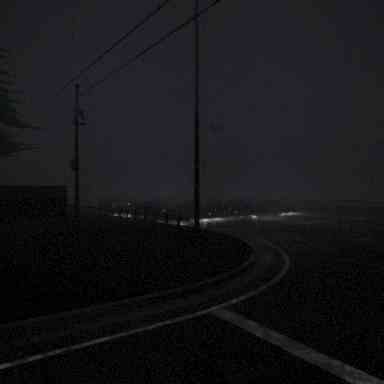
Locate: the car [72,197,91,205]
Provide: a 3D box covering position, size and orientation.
[{"bbox_3d":[-18.923,1.522,56.819,2.033,1.411,5.357,0,0,-35],"label":"car"}]

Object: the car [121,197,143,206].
[{"bbox_3d":[-10.357,1.567,56.872,1.895,1.301,4.718,0,0,-35],"label":"car"}]

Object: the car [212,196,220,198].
[{"bbox_3d":[3.672,1.316,43.393,2.097,1.767,4.553,0,0,-36],"label":"car"}]

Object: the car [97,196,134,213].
[{"bbox_3d":[-8.510,1.334,36.343,2.097,1.767,4.553,0,0,-36],"label":"car"}]

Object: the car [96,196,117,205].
[{"bbox_3d":[-14.670,1.477,56.878,1.837,1.490,4.892,0,0,-35],"label":"car"}]

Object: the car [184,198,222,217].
[{"bbox_3d":[-0.006,1.523,30.557,2.033,1.411,5.357,0,0,-36],"label":"car"}]

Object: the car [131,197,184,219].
[{"bbox_3d":[-3.061,1.458,28.809,1.882,1.535,5.008,0,0,-36],"label":"car"}]

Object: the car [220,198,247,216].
[{"bbox_3d":[2.815,1.572,32.631,1.895,1.301,4.718,0,0,-36],"label":"car"}]

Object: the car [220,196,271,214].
[{"bbox_3d":[5.484,1.444,34.915,1.882,1.535,5.008,0,0,-36],"label":"car"}]

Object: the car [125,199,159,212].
[{"bbox_3d":[-5.911,1.577,38.721,1.895,1.301,4.718,0,0,-36],"label":"car"}]

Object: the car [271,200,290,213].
[{"bbox_3d":[8.610,1.526,36.567,1.994,1.385,4.181,0,0,-36],"label":"car"}]

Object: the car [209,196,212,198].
[{"bbox_3d":[0.034,1.492,42.448,1.812,1.442,4.674,0,0,-36],"label":"car"}]
